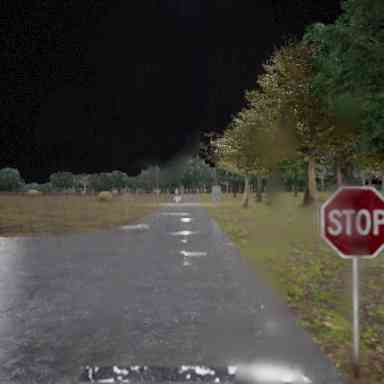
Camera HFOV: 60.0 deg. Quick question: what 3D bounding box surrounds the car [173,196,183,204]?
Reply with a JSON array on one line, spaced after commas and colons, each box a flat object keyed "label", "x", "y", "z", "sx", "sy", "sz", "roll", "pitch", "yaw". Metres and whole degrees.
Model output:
[{"label": "car", "x": -2.740, "y": 1.615, "z": 64.795, "sx": 2.128, "sy": 1.511, "sz": 4.902, "roll": 0, "pitch": 0, "yaw": 0}]
